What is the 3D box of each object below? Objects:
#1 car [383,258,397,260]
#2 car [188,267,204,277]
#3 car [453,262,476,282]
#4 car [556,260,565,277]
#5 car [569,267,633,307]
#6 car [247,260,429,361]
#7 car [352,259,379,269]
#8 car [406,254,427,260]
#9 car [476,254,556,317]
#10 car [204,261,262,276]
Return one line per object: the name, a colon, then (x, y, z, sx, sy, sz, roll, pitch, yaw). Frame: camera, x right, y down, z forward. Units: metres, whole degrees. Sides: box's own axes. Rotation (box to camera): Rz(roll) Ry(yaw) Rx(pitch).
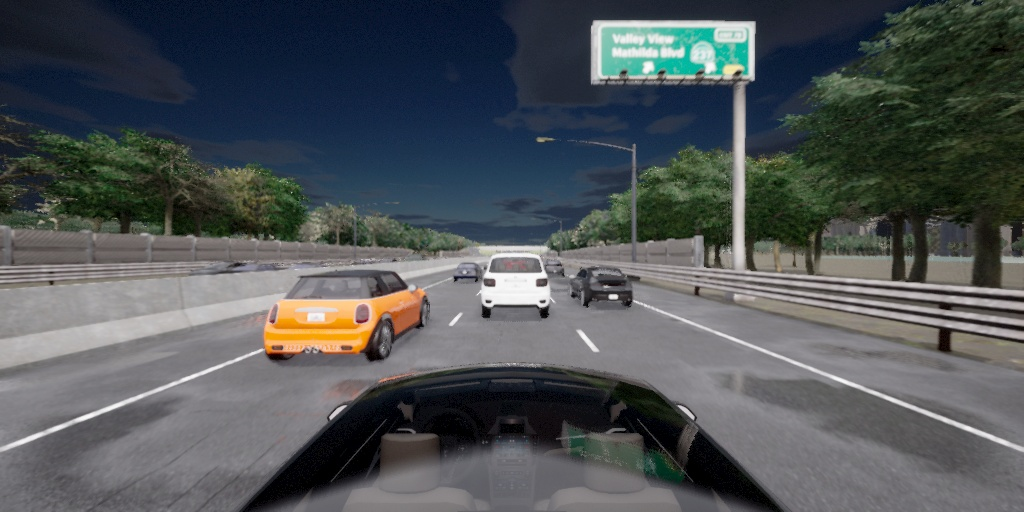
car: (-17.294, 1.070, 50.425, 1.837, 1.490, 4.892, 0, 0, 1)
car: (-21.027, 1.159, 26.326, 1.837, 1.490, 4.892, 0, 0, 0)
car: (-3.324, 1.198, 27.756, 2.033, 1.411, 5.357, 0, 0, 0)
car: (3.710, 1.123, 33.139, 2.128, 1.511, 4.902, 0, 0, 0)
car: (3.624, 1.205, 15.208, 1.837, 1.490, 4.892, 0, 0, 0)
car: (-3.401, 1.077, 8.369, 2.097, 1.767, 4.553, 0, 0, 0)
car: (-20.779, 1.161, 51.087, 1.895, 1.301, 4.718, 0, 0, 1)
car: (-13.778, 0.784, 51.475, 2.150, 2.045, 5.566, 0, 0, 1)
car: (0.117, 0.930, 13.129, 2.150, 2.045, 5.566, 0, 0, 0)
car: (-17.540, 1.209, 24.474, 2.033, 1.411, 5.357, 0, 0, 0)
